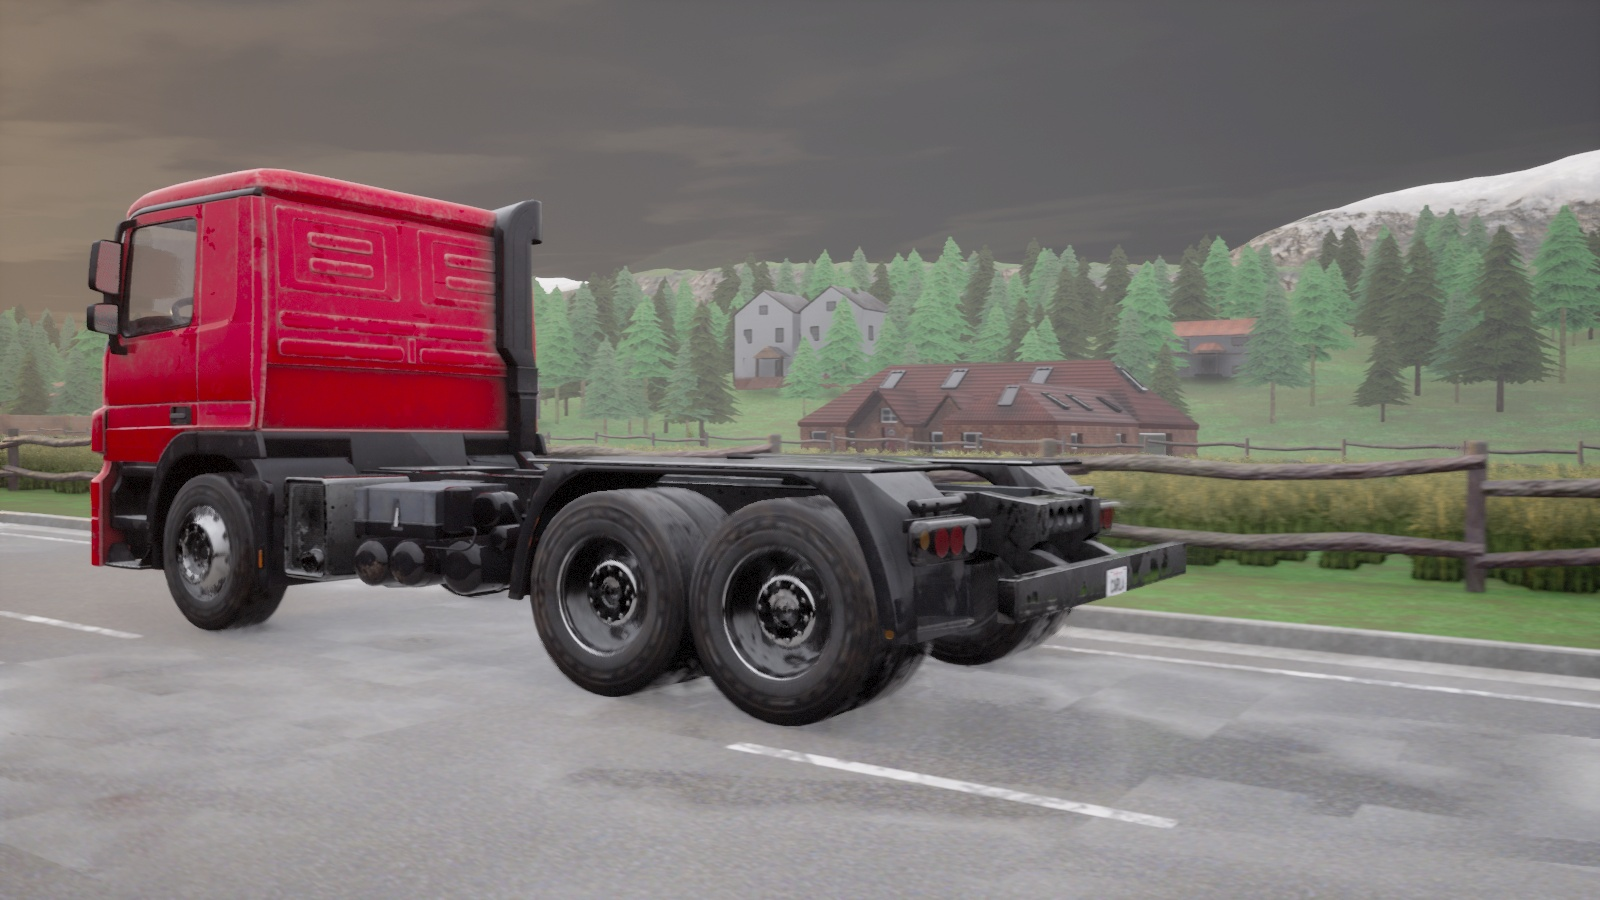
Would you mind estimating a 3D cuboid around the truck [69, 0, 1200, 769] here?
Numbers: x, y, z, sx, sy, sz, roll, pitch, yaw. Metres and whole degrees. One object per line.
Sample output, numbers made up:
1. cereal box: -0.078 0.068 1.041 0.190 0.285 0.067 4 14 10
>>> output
1. truck: -1.604 -0.357 8.871 7.936 3.462 2.891 0 1 34
